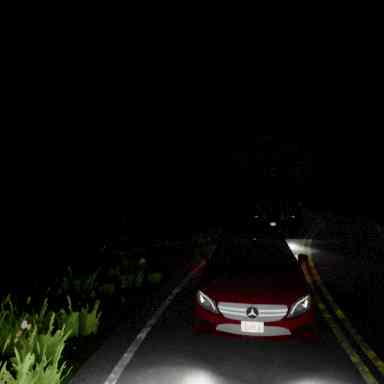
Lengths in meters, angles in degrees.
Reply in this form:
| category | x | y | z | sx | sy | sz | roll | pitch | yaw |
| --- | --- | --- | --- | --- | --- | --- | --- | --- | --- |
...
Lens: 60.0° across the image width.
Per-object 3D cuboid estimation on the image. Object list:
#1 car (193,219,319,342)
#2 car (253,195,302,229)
| category | x | y | z | sx | sy | sz | roll | pitch | yaw |
| --- | --- | --- | --- | --- | --- | --- | --- | --- | --- |
| car | 1.227 | 1.534 | 6.714 | 1.812 | 1.442 | 4.674 | -1 | 0 | 11 |
| car | 4.998 | 1.215 | 18.895 | 2.150 | 2.045 | 5.566 | -2 | -1 | 22 |
